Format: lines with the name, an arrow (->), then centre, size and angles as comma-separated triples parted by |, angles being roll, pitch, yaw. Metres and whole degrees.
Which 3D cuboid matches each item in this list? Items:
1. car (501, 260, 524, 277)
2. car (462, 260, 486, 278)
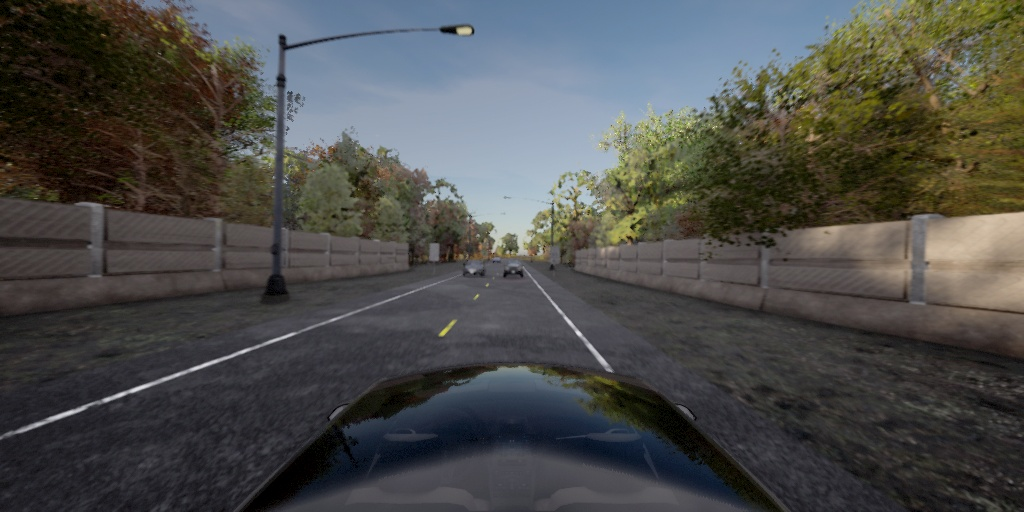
car -> 0.127, 1.270, 34.527 | 1.812, 1.442, 4.674 | 0, 0, 0
car -> -3.427, 1.140, 33.400 | 2.128, 1.511, 4.902 | 3, 0, 0
